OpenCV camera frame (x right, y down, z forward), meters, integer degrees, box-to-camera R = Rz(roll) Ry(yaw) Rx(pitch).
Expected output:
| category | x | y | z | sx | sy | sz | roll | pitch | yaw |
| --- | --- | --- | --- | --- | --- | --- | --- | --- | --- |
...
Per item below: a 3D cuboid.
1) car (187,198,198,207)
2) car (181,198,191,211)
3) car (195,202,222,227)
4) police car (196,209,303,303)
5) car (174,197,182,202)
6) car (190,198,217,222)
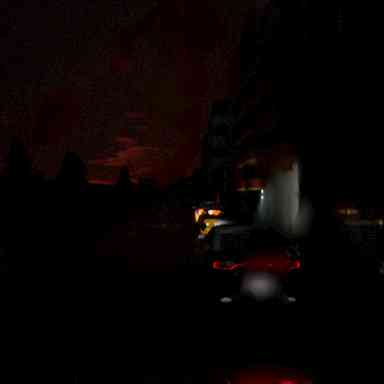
| category | x | y | z | sx | sy | sz | roll | pitch | yaw |
| --- | --- | --- | --- | --- | --- | --- | --- | --- | --- |
| car | 0.061 | 1.780 | 56.457 | 1.837 | 1.490 | 4.892 | 0 | 0 | 0 |
| car | 0.073 | 1.707 | 44.279 | 2.128 | 1.511 | 4.902 | 0 | 0 | 1 |
| car | 1.220 | 1.546 | 18.522 | 1.801 | 1.575 | 5.366 | 0 | 0 | 0 |
| police car | 1.197 | 1.461 | 8.443 | 1.930 | 1.638 | 5.238 | 0 | 0 | 0 |
| car | -3.897 | 2.019 | 93.555 | 1.994 | 1.385 | 4.181 | 0 | 0 | 0 |
| car | 1.173 | 1.419 | 24.303 | 2.097 | 1.767 | 4.553 | -3 | 0 | 0 |
